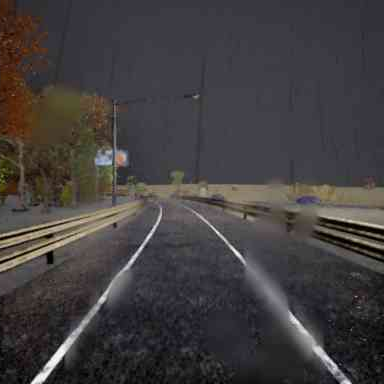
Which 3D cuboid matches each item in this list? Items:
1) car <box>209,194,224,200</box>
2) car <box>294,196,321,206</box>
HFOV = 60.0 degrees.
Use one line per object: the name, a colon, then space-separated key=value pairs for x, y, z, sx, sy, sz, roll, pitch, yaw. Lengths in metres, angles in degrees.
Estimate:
car: x=5.586 y=1.196 z=77.657 sx=2.097 sy=1.767 sz=4.553 roll=-1 pitch=0 yaw=-23
car: x=17.336 y=1.271 z=50.085 sx=1.812 sy=1.442 sz=4.674 roll=-1 pitch=0 yaw=-23
